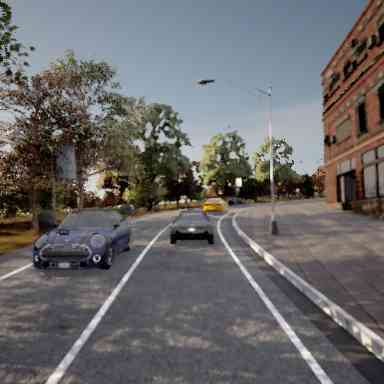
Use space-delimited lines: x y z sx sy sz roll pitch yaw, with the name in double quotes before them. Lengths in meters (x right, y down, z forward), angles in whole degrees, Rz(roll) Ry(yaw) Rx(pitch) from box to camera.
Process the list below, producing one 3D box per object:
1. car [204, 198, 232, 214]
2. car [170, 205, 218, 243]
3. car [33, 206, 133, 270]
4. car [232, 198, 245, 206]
"car" 2.503 1.388 33.789 1.882 1.535 5.008 -2 0 15
"car" 0.046 1.562 16.134 1.994 1.385 4.181 0 0 2
"car" -3.380 1.364 11.109 2.097 1.767 4.553 0 0 1
"car" 6.494 1.525 51.403 1.895 1.301 4.718 -3 -1 32
